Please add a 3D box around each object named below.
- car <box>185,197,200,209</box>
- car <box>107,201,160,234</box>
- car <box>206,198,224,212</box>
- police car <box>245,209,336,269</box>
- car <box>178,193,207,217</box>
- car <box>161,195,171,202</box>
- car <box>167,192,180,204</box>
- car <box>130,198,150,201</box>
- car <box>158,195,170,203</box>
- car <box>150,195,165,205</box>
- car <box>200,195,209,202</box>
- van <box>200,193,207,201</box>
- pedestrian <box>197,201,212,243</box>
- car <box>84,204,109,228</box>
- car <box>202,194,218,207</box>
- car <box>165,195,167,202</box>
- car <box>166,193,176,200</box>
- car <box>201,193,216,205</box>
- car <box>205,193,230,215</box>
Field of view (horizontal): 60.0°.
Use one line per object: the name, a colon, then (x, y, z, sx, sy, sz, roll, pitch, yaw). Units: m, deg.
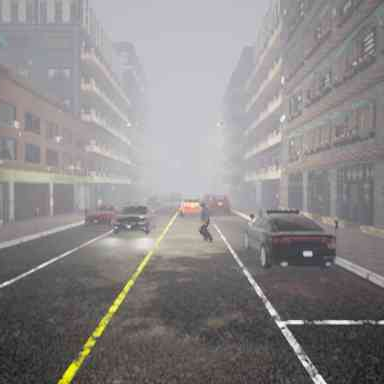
car: (0.083, 1.438, 45.320, 2.033, 1.411, 5.357, 0, 0, 0)
car: (-3.097, 1.453, 18.718, 1.837, 1.490, 4.892, 0, 0, 0)
car: (2.686, 1.428, 39.140, 1.752, 1.417, 4.829, -1, 0, 0)
police car: (3.002, 1.393, 11.208, 1.930, 1.638, 5.238, 0, 0, 0)
car: (0.060, 1.271, 30.771, 2.097, 1.767, 4.553, 0, 0, 0)
car: (-5.688, 1.408, 73.083, 1.947, 1.339, 4.313, -1, 0, 0)
car: (-3.043, 1.077, 61.634, 2.150, 2.045, 5.566, 0, 0, 1)
car: (-5.695, 1.460, 33.290, 1.887, 1.381, 4.507, -1, 0, 0)
car: (-5.688, 1.417, 67.399, 1.947, 1.339, 4.313, -1, 0, 0)
car: (-5.693, 1.321, 50.344, 1.967, 1.590, 4.097, -1, 0, 0)
car: (2.692, 1.367, 73.248, 1.752, 1.417, 4.829, -1, 0, 0)
van: (2.690, 1.175, 78.762, 1.690, 1.788, 3.998, -1, 0, 0)
pedestrian: (0.531, 1.253, 14.205, 0.375, 1.860, 0.375, -1, 1, 0)
car: (-5.697, 1.485, 21.920, 1.887, 1.381, 4.507, -1, 0, 0)
car: (2.685, 1.196, 50.339, 2.192, 1.841, 5.009, -1, 0, 0)
car: (-5.691, 1.415, 56.029, 1.887, 1.381, 4.507, -1, 0, 0)
car: (-5.689, 1.134, 90.137, 2.192, 1.841, 5.009, -1, 0, 0)
car: (2.686, 1.185, 56.024, 2.192, 1.841, 5.009, -1, 0, 0)
car: (2.682, 1.230, 33.285, 2.192, 1.841, 5.009, -1, 0, 0)
